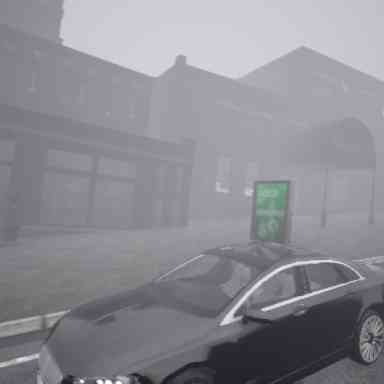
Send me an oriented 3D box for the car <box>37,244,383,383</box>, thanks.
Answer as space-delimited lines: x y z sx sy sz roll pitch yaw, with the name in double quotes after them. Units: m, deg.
0.702 1.507 4.319 4.902 1.511 2.128 1 0 -34 "car"
